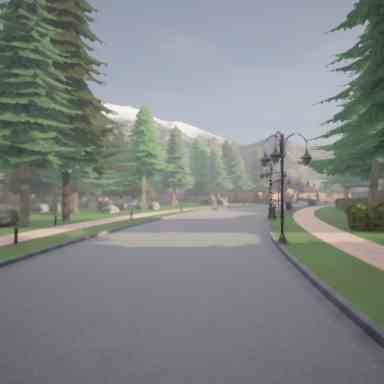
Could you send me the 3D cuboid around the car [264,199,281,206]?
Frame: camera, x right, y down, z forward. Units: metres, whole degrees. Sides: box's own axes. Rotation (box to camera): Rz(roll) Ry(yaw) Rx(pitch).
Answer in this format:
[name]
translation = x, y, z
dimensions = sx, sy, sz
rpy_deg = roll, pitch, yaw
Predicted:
[car]
translation = 15.465, 1.956, 63.759
dimensions = 1.895, 1.301, 4.718
rpy_deg = 0, 0, 32
